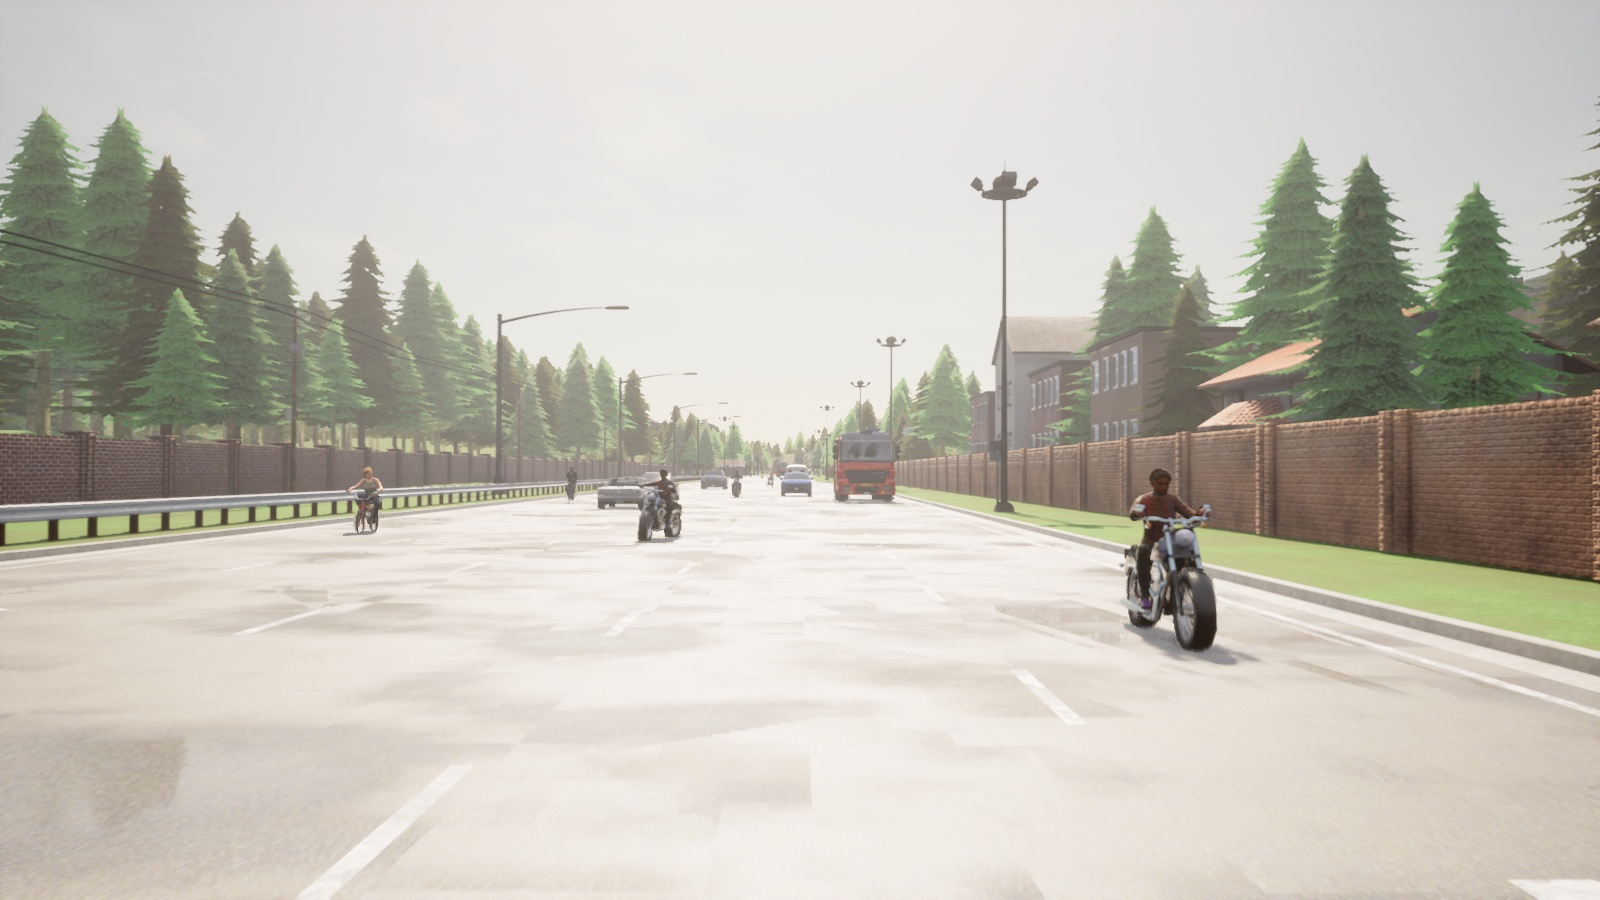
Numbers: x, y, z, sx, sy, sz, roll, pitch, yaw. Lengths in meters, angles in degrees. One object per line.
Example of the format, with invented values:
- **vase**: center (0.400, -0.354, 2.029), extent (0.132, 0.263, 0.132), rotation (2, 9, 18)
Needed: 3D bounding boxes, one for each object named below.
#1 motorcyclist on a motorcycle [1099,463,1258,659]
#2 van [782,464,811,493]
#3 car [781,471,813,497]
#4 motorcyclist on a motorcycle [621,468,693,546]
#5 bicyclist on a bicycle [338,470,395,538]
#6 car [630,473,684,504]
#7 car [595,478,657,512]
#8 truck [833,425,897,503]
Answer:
- **motorcyclist on a motorcycle**: center (3.469, 0.948, 11.757), extent (0.766, 1.649, 2.350), rotation (0, -1, 0)
- **van**: center (-0.239, 2.100, 93.233), extent (2.069, 2.038, 4.480), rotation (0, -1, 0)
- **car**: center (-0.199, 2.095, 77.764), extent (1.882, 1.535, 5.008), rotation (0, -1, 0)
- **motorcyclist on a motorcycle**: center (-3.196, 1.252, 28.319), extent (0.766, 1.649, 2.350), rotation (1, 0, 15)
- **bicyclist on a bicycle**: center (-10.574, 1.308, 30.707), extent (0.866, 1.612, 1.509), rotation (0, -1, 0)
- **car**: center (-7.162, 1.904, 63.400), extent (2.163, 1.488, 4.792), rotation (0, -1, 0)
- **car**: center (-7.132, 1.811, 51.843), extent (1.895, 1.301, 4.718), rotation (0, -1, 0)
- **truck**: center (3.326, 0.743, 66.109), extent (2.891, 3.827, 8.468), rotation (0, -1, 0)
